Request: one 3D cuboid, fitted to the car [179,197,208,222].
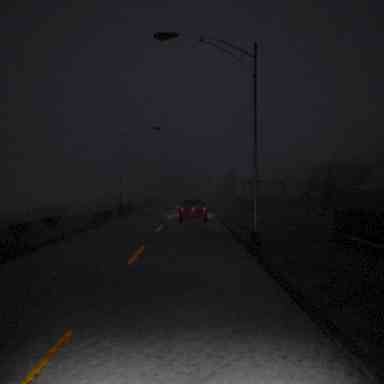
[{"bbox_3d":[0.085,1.259,25.728,2.097,1.767,4.553,0,0,0],"label":"car"}]

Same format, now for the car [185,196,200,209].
[{"bbox_3d":[0.092,1.323,43.181,1.882,1.535,5.008,0,0,0],"label":"car"}]
